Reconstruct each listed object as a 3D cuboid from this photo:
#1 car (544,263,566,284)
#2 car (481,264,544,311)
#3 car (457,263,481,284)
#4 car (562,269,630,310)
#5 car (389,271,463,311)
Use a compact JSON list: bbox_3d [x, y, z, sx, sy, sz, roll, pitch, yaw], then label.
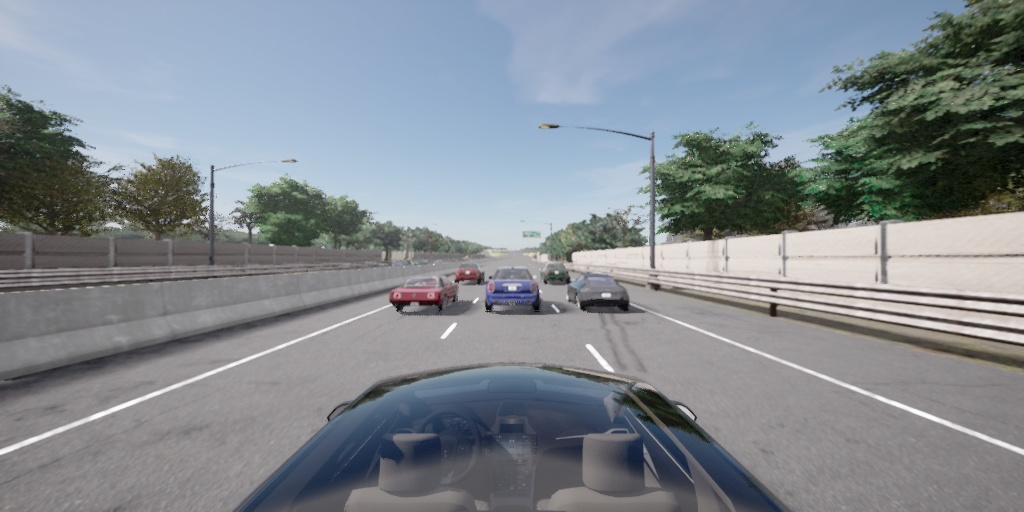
[{"bbox_3d":[3.540,1.353,30.259,2.097,1.767,4.553,0,-1,1],"label":"car"},{"bbox_3d":[0.032,1.226,15.262,2.097,1.767,4.553,0,-1,1],"label":"car"},{"bbox_3d":[-3.460,1.354,30.265,2.097,1.767,4.553,0,-1,1],"label":"car"},{"bbox_3d":[3.531,1.440,15.353,1.994,1.385,4.181,0,0,1],"label":"car"},{"bbox_3d":[-3.473,1.475,15.092,1.895,1.301,4.718,0,0,1],"label":"car"}]
